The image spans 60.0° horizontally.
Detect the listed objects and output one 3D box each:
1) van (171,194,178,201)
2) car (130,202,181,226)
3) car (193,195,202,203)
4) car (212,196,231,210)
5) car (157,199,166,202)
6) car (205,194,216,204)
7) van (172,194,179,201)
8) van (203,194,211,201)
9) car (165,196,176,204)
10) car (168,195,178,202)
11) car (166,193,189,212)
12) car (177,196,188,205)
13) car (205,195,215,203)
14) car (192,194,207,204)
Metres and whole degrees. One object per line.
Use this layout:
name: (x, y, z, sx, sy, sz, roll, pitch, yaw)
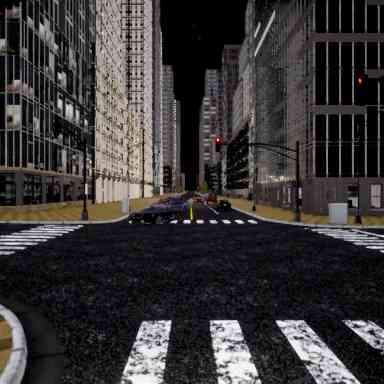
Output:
van: (-4.217, 1.321, 80.461, 1.690, 1.788, 3.998, 0, 0, 0)
car: (-2.633, 1.621, 24.117, 1.895, 1.301, 4.718, 0, 0, 17)
car: (1.145, 1.488, 73.260, 1.837, 1.490, 4.892, 0, 0, 0)
car: (3.900, 1.579, 41.808, 1.947, 1.339, 4.313, 0, 0, 0)
car: (-4.056, 1.593, 47.296, 1.802, 1.307, 4.206, 0, 0, 0)
car: (3.744, 1.313, 63.916, 2.192, 1.841, 5.009, 0, 0, 0)
van: (-4.244, 1.315, 85.989, 1.690, 1.788, 3.998, 0, 0, 0)
van: (3.663, 1.321, 80.499, 1.690, 1.788, 3.998, 0, 0, 0)
car: (-4.136, 1.564, 63.878, 1.947, 1.339, 4.313, 0, 0, 0)
car: (-4.190, 1.426, 74.934, 1.967, 1.590, 4.097, 0, 0, 0)
car: (-1.549, 1.367, 38.512, 2.097, 1.767, 4.553, 0, 0, 0)
car: (-1.618, 1.479, 59.672, 1.882, 1.535, 5.008, 0, 0, 0)
car: (3.717, 1.432, 69.445, 1.967, 1.590, 4.097, 0, 0, 0)
car: (1.274, 1.599, 63.092, 1.895, 1.301, 4.718, 0, 0, 0)
